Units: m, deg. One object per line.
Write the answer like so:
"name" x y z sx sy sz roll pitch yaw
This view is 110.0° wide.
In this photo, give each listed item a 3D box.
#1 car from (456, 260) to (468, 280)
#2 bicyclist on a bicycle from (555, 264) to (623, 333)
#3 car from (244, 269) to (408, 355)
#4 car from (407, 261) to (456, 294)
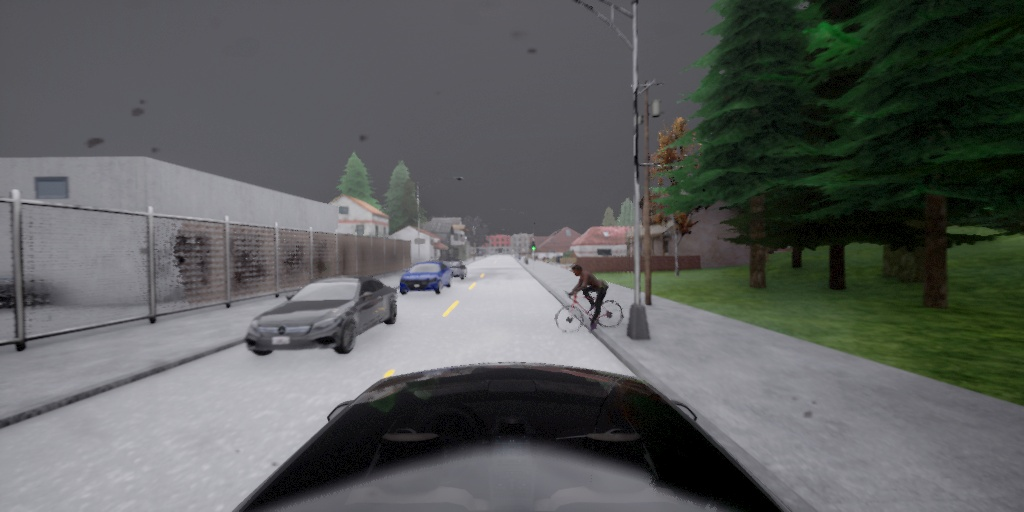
"car" -4.403 1.031 26.517 1.994 1.385 4.181 -1 1 -1
"bicyclist on a bicycle" 1.804 1.005 8.616 1.656 1.620 0.582 -7 1 -1
"car" -4.204 1.234 8.791 1.812 1.442 4.674 -1 1 -1
"car" -4.363 1.044 18.751 1.882 1.535 5.008 -1 1 -1
